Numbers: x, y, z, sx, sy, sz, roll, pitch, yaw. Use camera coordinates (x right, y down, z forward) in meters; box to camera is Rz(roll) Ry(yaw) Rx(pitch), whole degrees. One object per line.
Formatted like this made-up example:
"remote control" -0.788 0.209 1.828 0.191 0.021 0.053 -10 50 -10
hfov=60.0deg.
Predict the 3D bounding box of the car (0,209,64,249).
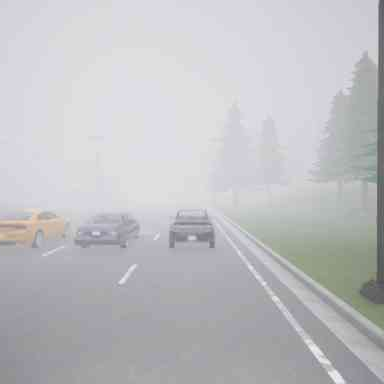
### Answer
"car" -7.000 1.482 14.650 1.882 1.535 5.008 0 0 0

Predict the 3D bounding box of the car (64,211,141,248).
"car" -3.500 1.560 14.650 2.033 1.411 5.357 0 0 0

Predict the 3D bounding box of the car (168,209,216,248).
"car" 0.000 1.492 14.650 2.128 1.511 4.902 0 0 0

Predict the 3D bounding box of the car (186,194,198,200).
"car" 0.000 1.385 95.492 1.837 1.490 4.892 0 0 0
